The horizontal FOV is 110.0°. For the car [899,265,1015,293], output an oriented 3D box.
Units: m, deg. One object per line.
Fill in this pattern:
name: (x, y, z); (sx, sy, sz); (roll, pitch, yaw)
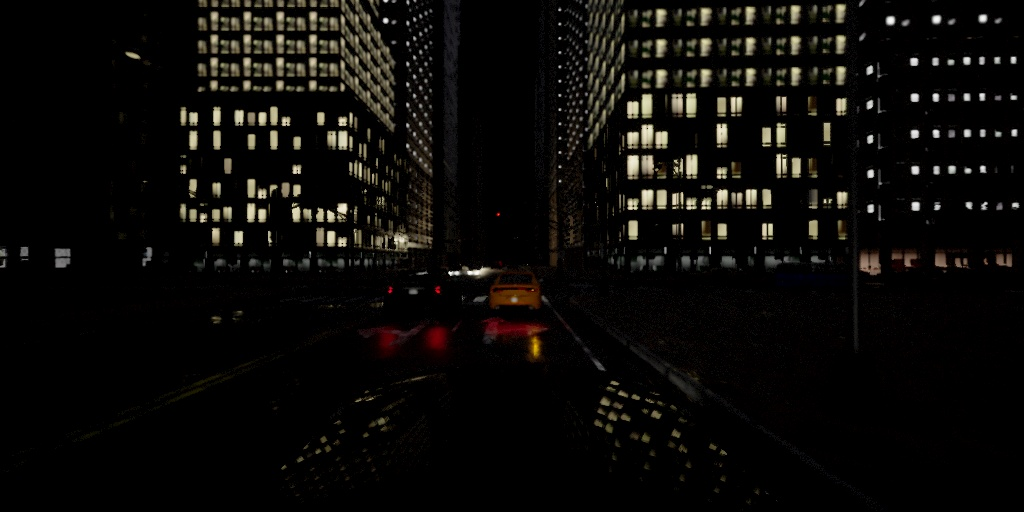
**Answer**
car: (26.636, 1.401, 21.593); (4.097, 1.591, 1.967); (0, 0, 2)

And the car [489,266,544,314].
car: (0.253, 1.341, 14.498); (1.882, 1.535, 5.008); (0, -1, 4)

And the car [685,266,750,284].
car: (17.088, 1.546, 29.953); (4.829, 1.417, 1.751); (0, 0, 2)

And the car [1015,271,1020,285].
car: (38.042, 1.469, 29.066); (4.097, 1.591, 1.967); (0, 0, 2)

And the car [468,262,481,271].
car: (-6.535, 1.862, 62.149); (2.128, 1.511, 4.902); (0, -1, 1)

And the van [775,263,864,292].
van: (18.358, 1.298, 21.781); (3.998, 1.789, 1.690); (0, 0, 2)

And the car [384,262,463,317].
car: (-3.209, 1.210, 13.840); (2.097, 1.767, 4.553); (0, -1, 0)

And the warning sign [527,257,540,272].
warning sign: (2.851, 1.344, 49.941); (1.300, 1.860, 1.060); (0, 0, 0)

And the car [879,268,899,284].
car: (32.482, 1.571, 29.267); (4.507, 1.381, 1.888); (0, 0, 2)

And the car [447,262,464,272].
car: (-9.783, 1.862, 62.060); (2.128, 1.511, 4.902); (0, -1, 1)

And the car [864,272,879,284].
car: (26.922, 1.605, 29.468); (4.207, 1.307, 1.802); (0, 0, 2)
